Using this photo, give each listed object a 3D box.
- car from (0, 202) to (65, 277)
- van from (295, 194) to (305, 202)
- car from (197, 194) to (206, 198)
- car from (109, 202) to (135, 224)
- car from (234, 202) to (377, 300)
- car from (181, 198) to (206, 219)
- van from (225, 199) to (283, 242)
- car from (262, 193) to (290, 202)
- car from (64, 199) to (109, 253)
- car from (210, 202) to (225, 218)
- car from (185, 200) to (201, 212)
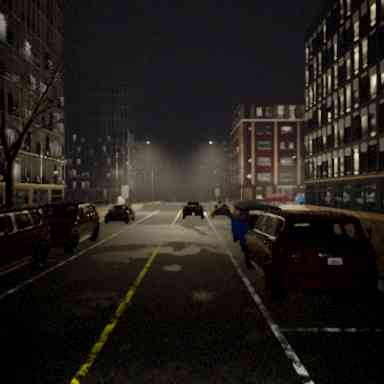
[{"bbox_3d":[-5.314,1.330,8.356,2.192,1.841,5.009,0,0,0],"label":"car"},{"bbox_3d":[20.981,1.165,61.007,3.998,1.788,1.690,-1,1,-1],"label":"van"},{"bbox_3d":[2.579,1.481,85.406,2.192,1.841,5.009,0,0,0],"label":"car"},{"bbox_3d":[-5.311,1.628,25.031,1.802,1.307,4.206,0,0,0],"label":"car"},{"bbox_3d":[2.566,1.330,8.354,2.192,1.841,5.009,0,0,0],"label":"car"},{"bbox_3d":[0.104,1.562,29.855,1.837,1.490,4.892,0,0,0],"label":"car"},{"bbox_3d":[2.567,1.367,13.913,1.690,1.788,3.998,0,0,0],"label":"van"},{"bbox_3d":[15.325,1.210,60.948,5.009,1.841,2.192,-1,1,-1],"label":"car"},{"bbox_3d":[-5.313,1.341,13.914,2.192,1.841,5.009,0,0,0],"label":"car"},{"bbox_3d":[2.570,1.583,30.759,1.752,1.417,4.829,0,0,0],"label":"car"},{"bbox_3d":[0.108,1.676,40.275,1.895,1.301,4.718,0,0,0],"label":"car"}]
